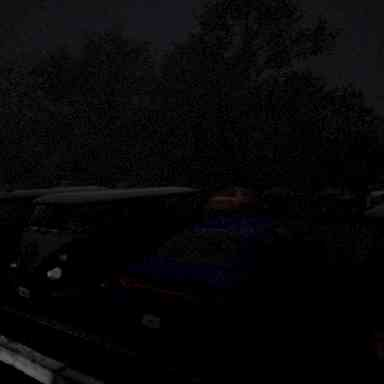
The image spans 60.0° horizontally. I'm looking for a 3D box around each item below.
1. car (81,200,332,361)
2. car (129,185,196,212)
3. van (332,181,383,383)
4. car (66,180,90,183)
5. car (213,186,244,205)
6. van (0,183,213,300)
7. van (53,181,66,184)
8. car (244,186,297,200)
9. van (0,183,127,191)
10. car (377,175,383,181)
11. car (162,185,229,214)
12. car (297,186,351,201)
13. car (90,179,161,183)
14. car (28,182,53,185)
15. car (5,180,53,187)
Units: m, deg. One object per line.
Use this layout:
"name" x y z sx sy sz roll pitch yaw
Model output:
"car" 0.883 1.168 5.801 2.097 1.535 5.008 0 3 33
"car" -1.924 0.370 23.245 2.163 1.488 4.792 1 4 33
"van" 3.294 0.956 4.363 1.878 1.987 4.442 0 3 33
"car" -6.584 0.018 26.255 2.435 2.045 5.566 1 4 33
"car" 2.818 0.387 20.347 1.946 1.575 5.366 1 3 33
"van" -1.536 0.928 7.227 1.878 1.987 4.442 0 3 33
"van" -8.863 -0.003 27.843 1.878 1.987 4.442 1 4 33
"car" 5.043 0.425 18.674 2.097 1.535 5.008 1 3 33
"van" -3.758 0.890 8.949 1.878 1.987 4.442 1 3 33
"car" 9.678 0.218 15.615 2.435 2.045 5.566 0 3 33
"car" 0.378 0.406 21.680 2.163 1.488 4.792 1 4 33
"car" 7.371 0.448 17.159 2.231 1.521 4.892 0 3 33
"car" -4.287 0.058 24.695 2.435 2.045 5.566 1 4 33
"car" -11.148 0.174 29.424 1.946 1.575 5.366 1 4 33
"car" -13.565 -0.107 30.792 2.435 2.045 5.566 1 4 33
